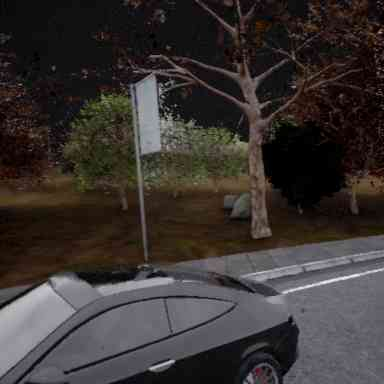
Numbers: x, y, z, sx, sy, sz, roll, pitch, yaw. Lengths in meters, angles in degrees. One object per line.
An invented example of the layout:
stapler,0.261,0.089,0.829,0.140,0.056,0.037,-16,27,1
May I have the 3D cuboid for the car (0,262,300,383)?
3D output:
car,-0.939,1.506,3.131,4.674,1.442,1.812,0,0,-34
